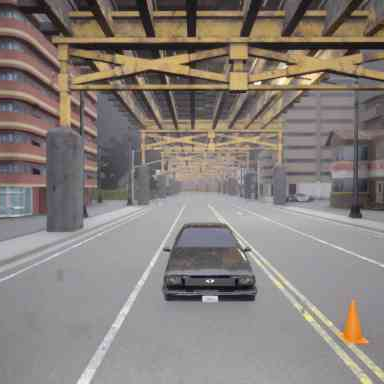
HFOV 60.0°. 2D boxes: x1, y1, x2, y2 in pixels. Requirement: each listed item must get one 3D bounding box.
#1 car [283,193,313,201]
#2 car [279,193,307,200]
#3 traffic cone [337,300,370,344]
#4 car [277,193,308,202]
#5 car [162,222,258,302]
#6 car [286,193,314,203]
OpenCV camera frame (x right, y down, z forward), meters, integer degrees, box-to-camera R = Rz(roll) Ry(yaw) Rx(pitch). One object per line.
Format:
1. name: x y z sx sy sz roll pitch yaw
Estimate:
1. car: 17.511 0.849 54.808 4.536 1.218 1.853 0 1 -20
2. car: 17.857 0.803 58.925 4.536 1.218 1.853 0 1 25
3. traffic cone: 2.453 1.949 5.070 0.340 0.580 0.340 0 0 0
4. car: 17.810 0.960 58.948 4.974 1.542 2.038 0 1 25
5. car: 0.361 1.534 8.677 2.033 1.411 5.357 0 0 1
6. car: 17.462 1.007 54.792 4.974 1.542 2.038 0 1 -20
